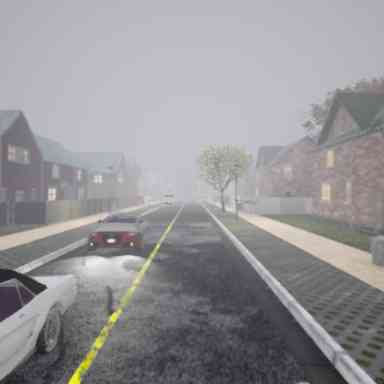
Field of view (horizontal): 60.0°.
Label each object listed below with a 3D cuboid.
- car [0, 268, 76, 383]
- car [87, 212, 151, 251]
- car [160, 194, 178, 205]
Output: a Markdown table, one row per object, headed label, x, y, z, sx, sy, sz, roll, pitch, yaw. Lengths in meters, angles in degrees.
| label | x | y | z | sx | sy | sz | roll | pitch | yaw |
| --- | --- | --- | --- | --- | --- | --- | --- | --- | --- |
| car | -2.853 | 1.595 | 3.310 | 1.895 | 1.301 | 4.718 | 0 | 0 | 0 |
| car | -2.864 | 1.543 | 13.792 | 1.994 | 1.385 | 4.181 | 0 | 0 | 0 |
| car | -2.814 | 0.987 | 40.426 | 2.097 | 1.767 | 4.553 | 0 | 0 | 0 |
